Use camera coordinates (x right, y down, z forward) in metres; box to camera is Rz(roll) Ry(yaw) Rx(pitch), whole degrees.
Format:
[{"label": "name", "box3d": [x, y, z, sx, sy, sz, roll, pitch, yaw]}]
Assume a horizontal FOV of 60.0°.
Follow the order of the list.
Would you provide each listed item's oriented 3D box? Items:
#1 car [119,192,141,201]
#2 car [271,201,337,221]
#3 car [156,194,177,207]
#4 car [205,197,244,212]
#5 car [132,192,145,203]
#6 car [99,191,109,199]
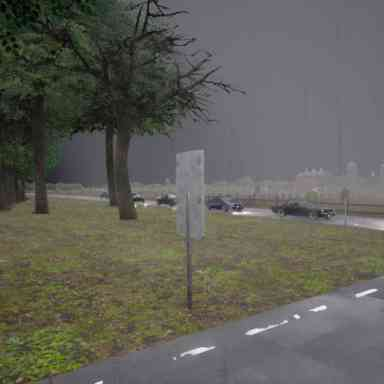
[{"label": "car", "box3d": [-10.663, 0.741, 57.052, 1.994, 1.385, 4.181, -1, 1, -35]}, {"label": "car", "box3d": [8.484, 1.354, 25.502, 1.895, 1.301, 4.718, -1, 2, -36]}, {"label": "car", "box3d": [-2.719, 0.980, 41.045, 1.812, 1.442, 4.674, -1, 1, -36]}, {"label": "car", "box3d": [3.148, 1.168, 32.910, 1.994, 1.385, 4.181, -1, 2, -35]}, {"label": "car", "box3d": [-8.779, 0.792, 49.483, 1.882, 1.535, 5.008, -1, 1, -35]}, {"label": "car", "box3d": [-16.480, 0.603, 65.104, 2.033, 1.411, 5.357, -1, 1, -36]}]
